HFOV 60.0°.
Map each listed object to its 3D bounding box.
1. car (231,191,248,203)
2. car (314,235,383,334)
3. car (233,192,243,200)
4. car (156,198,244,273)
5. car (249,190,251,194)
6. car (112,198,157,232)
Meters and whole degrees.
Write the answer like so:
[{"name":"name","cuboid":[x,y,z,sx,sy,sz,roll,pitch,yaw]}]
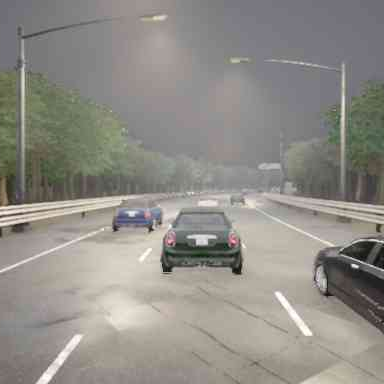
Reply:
[{"name":"car","cuboid":[6.478,0.914,47.477,2.128,1.511,4.902,0,1,7]},{"name":"car","cuboid":[3.568,1.442,5.433,1.837,1.490,4.892,0,1,1]},{"name":"car","cuboid":[9.010,0.767,64.919,1.994,1.385,4.181,0,1,10]},{"name":"car","cuboid":[0.297,1.226,10.359,2.097,1.767,4.553,0,1,1]},{"name":"car","cuboid":[14.436,0.334,91.794,1.882,1.535,5.008,0,1,14]},{"name":"car","cuboid":[-2.883,1.124,18.579,2.097,1.767,4.553,0,1,3]}]
